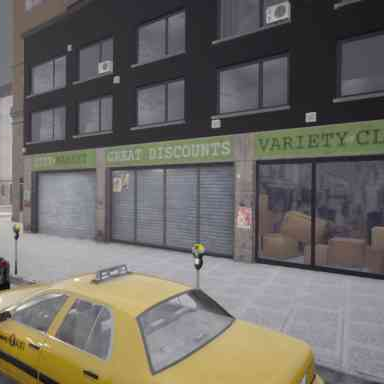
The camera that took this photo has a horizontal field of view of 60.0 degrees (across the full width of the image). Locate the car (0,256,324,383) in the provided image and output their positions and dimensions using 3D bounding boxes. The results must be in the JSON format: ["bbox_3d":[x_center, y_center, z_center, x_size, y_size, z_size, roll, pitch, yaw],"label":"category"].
[{"bbox_3d":[-1.098,1.525,3.860,4.829,1.417,1.752,0,1,35],"label":"car"}]
